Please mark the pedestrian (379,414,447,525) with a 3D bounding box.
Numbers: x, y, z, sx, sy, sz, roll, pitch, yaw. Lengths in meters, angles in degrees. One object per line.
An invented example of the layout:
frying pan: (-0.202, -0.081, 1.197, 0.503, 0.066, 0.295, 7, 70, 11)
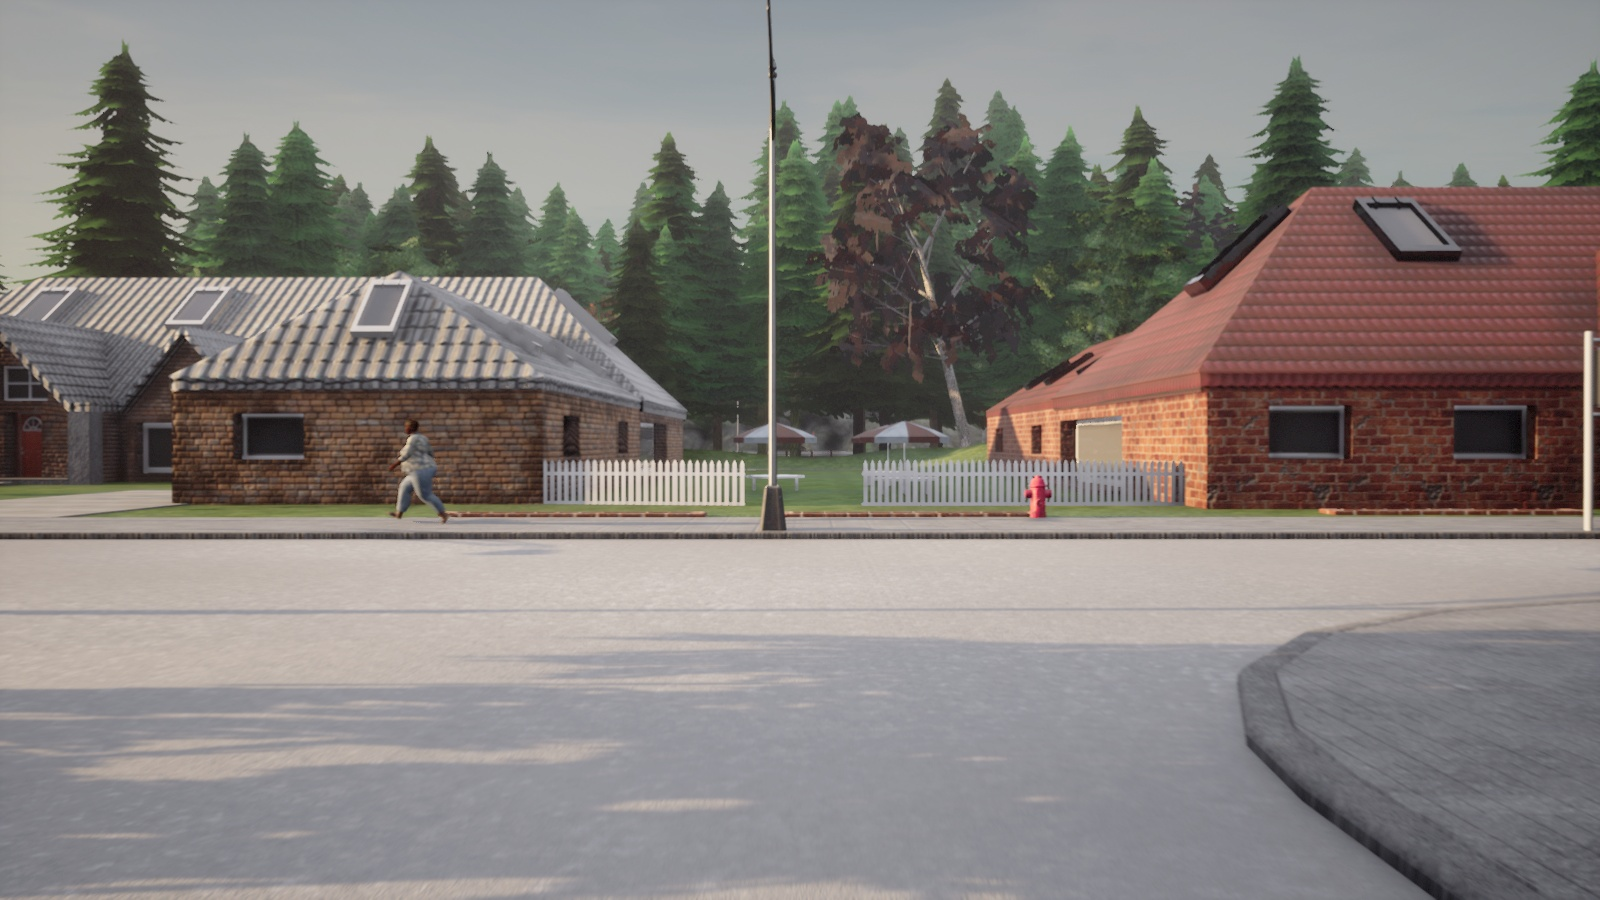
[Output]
pedestrian: (-6.587, 0.320, 21.406, 0.900, 1.855, 0.874, 0, 0, 0)
